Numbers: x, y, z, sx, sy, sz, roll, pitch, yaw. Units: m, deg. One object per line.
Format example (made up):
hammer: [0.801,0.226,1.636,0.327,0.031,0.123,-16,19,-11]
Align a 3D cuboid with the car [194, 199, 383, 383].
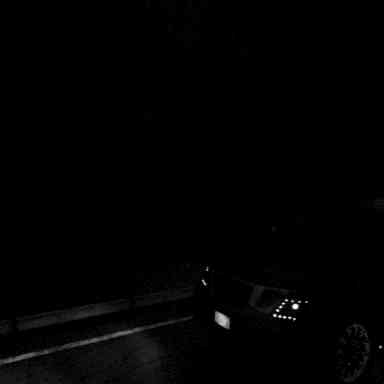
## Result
car: [2.744,1.174,5.451,5.566,2.045,2.150,-1,1,-31]
